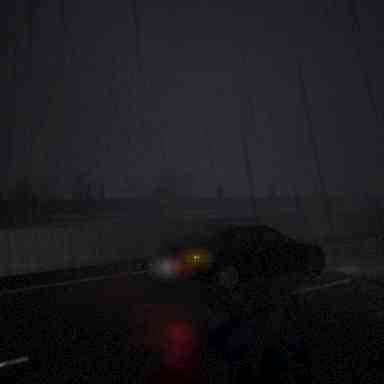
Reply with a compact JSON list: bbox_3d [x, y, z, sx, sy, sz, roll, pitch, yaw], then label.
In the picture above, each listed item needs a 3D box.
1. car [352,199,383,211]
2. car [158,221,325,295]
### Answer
[{"bbox_3d":[17.368,1.383,31.258,4.902,1.511,2.128,0,0,-17],"label":"car"},{"bbox_3d":[1.400,1.495,8.599,4.674,1.442,1.812,0,0,-32],"label":"car"}]
